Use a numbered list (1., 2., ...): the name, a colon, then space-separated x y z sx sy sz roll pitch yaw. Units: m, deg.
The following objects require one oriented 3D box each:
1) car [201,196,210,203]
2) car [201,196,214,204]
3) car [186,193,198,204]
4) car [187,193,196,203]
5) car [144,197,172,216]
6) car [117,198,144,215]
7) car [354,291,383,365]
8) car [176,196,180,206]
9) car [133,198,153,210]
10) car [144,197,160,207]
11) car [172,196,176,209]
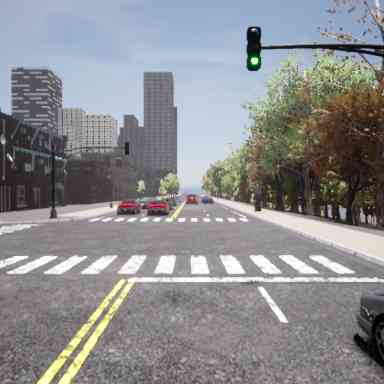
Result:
1. car: 3.131 1.604 75.833 1.882 1.535 5.008 0 0 0
2. car: 3.248 1.675 65.804 1.994 1.385 4.181 0 0 0
3. car: -0.006 1.332 65.109 2.150 2.045 5.566 0 0 0
4. car: -0.120 1.352 75.646 2.150 2.045 5.566 0 0 0
5. car: -3.404 1.538 34.169 1.882 1.535 5.008 0 0 0
6. car: -6.658 1.540 35.542 1.882 1.535 5.008 0 0 0
7. car: 3.346 1.552 2.508 2.033 1.411 5.357 0 0 0
8. car: -3.427 1.598 54.532 1.837 1.490 4.892 0 0 0
9. car: -6.674 1.572 45.873 2.128 1.511 4.902 0 0 0
10. car: -6.681 1.644 56.198 2.033 1.411 5.357 0 0 0
11. car: -3.421 1.581 43.659 1.837 1.490 4.892 0 0 0
